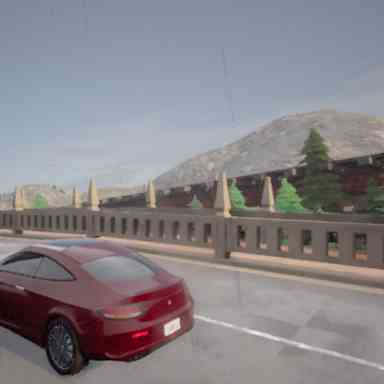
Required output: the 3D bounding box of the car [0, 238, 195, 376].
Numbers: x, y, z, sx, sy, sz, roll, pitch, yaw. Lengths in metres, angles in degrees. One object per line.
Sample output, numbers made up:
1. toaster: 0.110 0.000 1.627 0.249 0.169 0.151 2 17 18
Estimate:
1. car: -2.117 1.508 5.505 4.674 1.442 1.812 0 0 36
